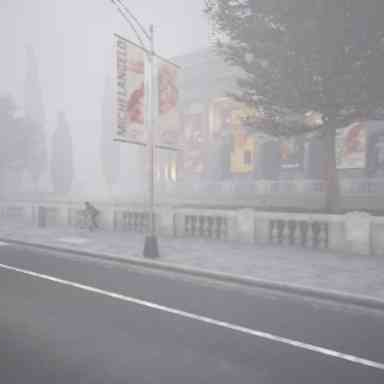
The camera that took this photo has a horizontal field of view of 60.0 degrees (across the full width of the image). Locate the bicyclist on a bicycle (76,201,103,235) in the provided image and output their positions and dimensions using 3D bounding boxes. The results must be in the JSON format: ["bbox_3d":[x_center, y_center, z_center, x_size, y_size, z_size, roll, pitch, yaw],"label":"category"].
[{"bbox_3d":[-5.060,1.264,16.462,0.582,1.620,1.656,0,0,35],"label":"bicyclist on a bicycle"}]
